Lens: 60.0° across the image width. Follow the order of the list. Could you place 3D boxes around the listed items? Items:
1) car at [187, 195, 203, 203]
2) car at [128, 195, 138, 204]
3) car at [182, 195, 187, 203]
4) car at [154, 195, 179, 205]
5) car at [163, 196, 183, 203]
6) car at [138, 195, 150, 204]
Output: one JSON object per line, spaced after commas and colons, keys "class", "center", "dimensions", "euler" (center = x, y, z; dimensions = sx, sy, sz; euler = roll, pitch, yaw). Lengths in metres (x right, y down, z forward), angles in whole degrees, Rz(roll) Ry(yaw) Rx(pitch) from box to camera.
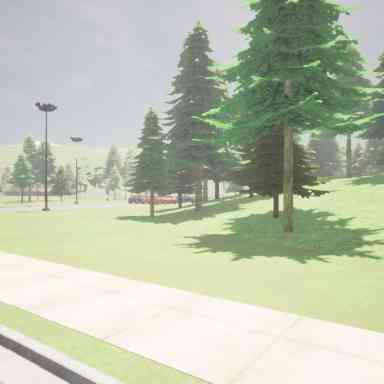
{"class": "car", "center": [1.509, 1.564, 67.696], "dimensions": [1.994, 1.385, 4.181], "euler": [0, 0, 36]}
{"class": "car", "center": [-9.988, 1.352, 63.682], "dimensions": [2.097, 1.767, 4.553], "euler": [0, 0, 37]}
{"class": "car", "center": [-1.578, 1.352, 69.406], "dimensions": [2.097, 1.767, 4.553], "euler": [0, 0, 36]}
{"class": "car", "center": [-4.525, 1.352, 59.372], "dimensions": [2.097, 1.767, 4.553], "euler": [0, 0, 37]}
{"class": "car", "center": [-4.092, 1.554, 71.876], "dimensions": [1.994, 1.385, 4.181], "euler": [0, 0, 36]}
{"class": "car", "center": [-7.226, 1.352, 61.608], "dimensions": [2.097, 1.767, 4.553], "euler": [0, 0, 37]}
